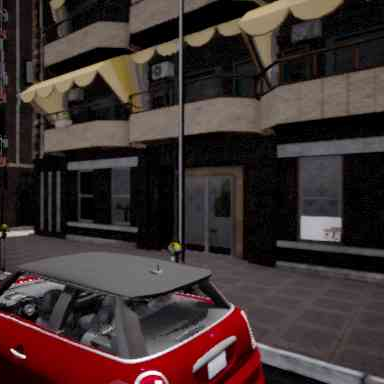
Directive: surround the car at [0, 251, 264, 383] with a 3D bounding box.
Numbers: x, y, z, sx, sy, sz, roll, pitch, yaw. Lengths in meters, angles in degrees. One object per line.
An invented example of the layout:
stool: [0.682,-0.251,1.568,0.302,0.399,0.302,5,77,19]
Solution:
car: [-1.376,1.439,3.853,4.097,1.590,1.967,0,0,35]
